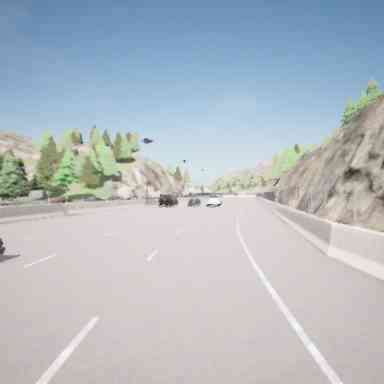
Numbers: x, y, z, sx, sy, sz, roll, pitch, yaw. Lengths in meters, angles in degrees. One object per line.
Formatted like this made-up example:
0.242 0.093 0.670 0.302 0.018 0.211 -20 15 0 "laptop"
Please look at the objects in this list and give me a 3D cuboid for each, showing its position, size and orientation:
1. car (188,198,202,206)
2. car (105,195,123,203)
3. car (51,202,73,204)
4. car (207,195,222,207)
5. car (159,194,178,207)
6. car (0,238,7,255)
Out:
0.549 1.735 59.452 2.128 1.511 4.902 0 0 10 "car"
-15.844 1.420 67.944 1.882 1.535 5.008 0 0 10 "car"
-24.053 1.570 61.710 1.882 1.535 5.008 0 0 10 "car"
4.041 1.482 58.787 2.150 2.045 5.566 0 0 10 "car"
-3.824 1.421 54.714 2.150 2.045 5.566 0 0 10 "car"
-7.193 1.542 8.497 2.033 1.411 5.357 0 0 5 "car"
